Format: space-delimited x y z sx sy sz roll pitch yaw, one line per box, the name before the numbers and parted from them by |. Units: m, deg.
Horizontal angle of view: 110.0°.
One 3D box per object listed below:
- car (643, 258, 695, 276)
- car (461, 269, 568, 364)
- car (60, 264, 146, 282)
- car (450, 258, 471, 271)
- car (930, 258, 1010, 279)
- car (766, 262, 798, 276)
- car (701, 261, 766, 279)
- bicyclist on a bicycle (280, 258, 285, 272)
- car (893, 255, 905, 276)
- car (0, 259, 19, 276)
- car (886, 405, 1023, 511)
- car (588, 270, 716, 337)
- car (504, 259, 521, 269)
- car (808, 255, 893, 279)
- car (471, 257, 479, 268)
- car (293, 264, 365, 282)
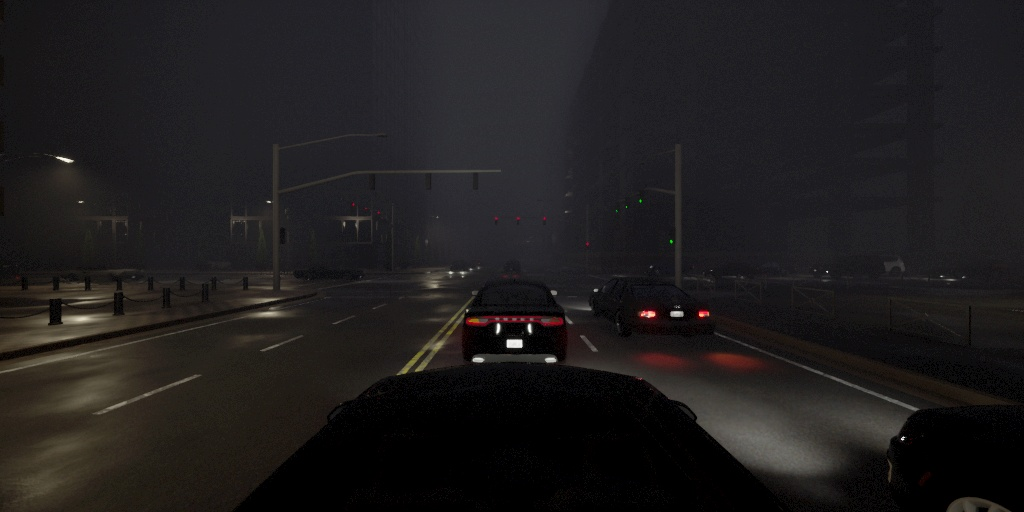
car | 15.237 1.047 35.022 4.553 1.767 2.097 0 0 0
car | 0.056 1.228 8.118 1.882 1.535 5.008 0 0 0
car | -31.096 1.296 27.402 4.718 1.301 1.895 0 0 0
car | -7.084 1.228 48.507 1.882 1.535 5.008 0 0 0
car | 39.918 1.172 31.561 5.008 1.535 1.882 0 0 0
car | 24.705 1.242 35.032 5.357 1.411 2.033 0 0 0
car | 19.161 1.220 31.493 4.674 1.442 1.812 0 0 0
bicyclist on a bicycle | -25.400 0.995 39.334 0.582 1.620 1.656 0 0 0
car | 34.896 0.916 35.060 5.566 2.045 2.150 0 0 0
car | -51.170 1.047 34.787 4.553 1.767 2.097 0 0 1
car | 3.600 1.255 0.504 1.837 1.490 4.892 0 0 0
car | 3.573 1.297 10.241 2.033 1.411 5.357 0 0 0
car | 0.047 1.243 42.452 2.128 1.511 4.902 0 0 3
car | 29.426 0.916 31.546 5.566 2.045 2.150 0 0 0
car | -7.069 1.297 59.020 2.033 1.411 5.357 0 0 0
car | -13.935 1.301 27.628 4.718 1.301 1.895 0 0 -3
